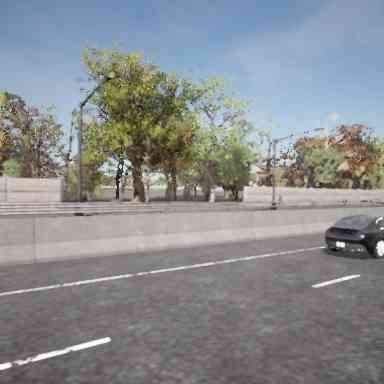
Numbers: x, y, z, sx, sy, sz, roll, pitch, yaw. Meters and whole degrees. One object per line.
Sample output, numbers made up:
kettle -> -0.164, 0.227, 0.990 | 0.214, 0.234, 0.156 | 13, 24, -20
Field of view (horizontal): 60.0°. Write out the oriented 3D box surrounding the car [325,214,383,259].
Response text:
car -> 7.340, 1.652, 13.378 | 4.892, 1.490, 1.837 | 0, 0, -35
